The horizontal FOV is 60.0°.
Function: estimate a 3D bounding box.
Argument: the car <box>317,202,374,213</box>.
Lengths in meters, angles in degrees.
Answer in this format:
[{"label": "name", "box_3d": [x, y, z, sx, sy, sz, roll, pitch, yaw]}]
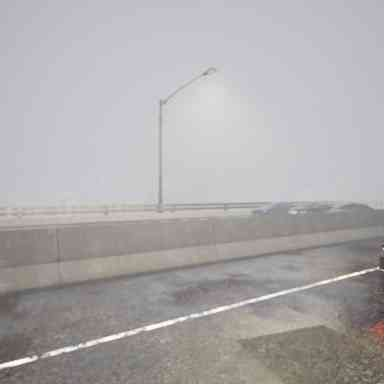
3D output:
[{"label": "car", "box_3d": [11.975, 1.591, 25.194, 4.892, 1.490, 1.837, 0, 0, -35]}]

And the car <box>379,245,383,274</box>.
[{"label": "car", "box_3d": [6.644, 1.524, 8.432, 4.902, 1.511, 2.128, 0, 0, -35]}]

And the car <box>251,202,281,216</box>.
[{"label": "car", "box_3d": [7.984, 1.633, 30.952, 5.357, 1.411, 2.033, 0, 0, -35]}]

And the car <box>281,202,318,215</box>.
[{"label": "car", "box_3d": [10.234, 1.579, 28.243, 4.902, 1.511, 2.128, 0, 0, -35]}]
